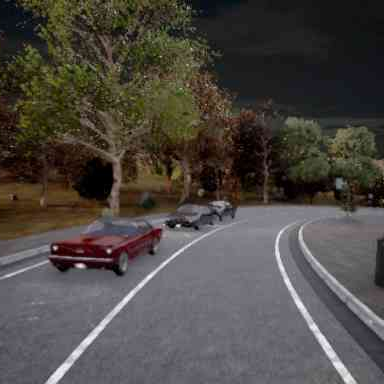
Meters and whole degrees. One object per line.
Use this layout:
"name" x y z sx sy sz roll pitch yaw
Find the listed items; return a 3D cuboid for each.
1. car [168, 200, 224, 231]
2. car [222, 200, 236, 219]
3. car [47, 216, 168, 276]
"car" 0.130 1.426 20.284 2.033 1.411 5.357 2 1 19
"car" 2.047 1.324 25.551 1.812 1.442 4.674 3 1 24
"car" -2.372 1.508 10.376 1.895 1.301 4.718 1 0 10
